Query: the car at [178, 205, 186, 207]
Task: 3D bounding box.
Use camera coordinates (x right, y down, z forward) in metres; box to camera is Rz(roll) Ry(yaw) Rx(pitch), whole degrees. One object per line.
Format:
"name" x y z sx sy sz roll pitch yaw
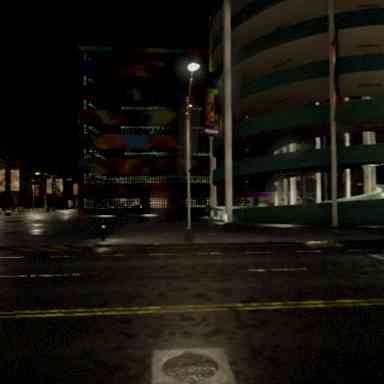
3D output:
"car" -1.796 2.998 63.035 1.895 1.301 4.718 0 -1 -5

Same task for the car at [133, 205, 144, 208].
"car" -8.266 2.602 50.675 2.002 1.452 4.674 0 -1 -5

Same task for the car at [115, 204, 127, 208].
"car" -13.391 3.014 62.479 2.161 1.482 4.786 0 -1 -5

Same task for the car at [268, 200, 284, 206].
"car" 16.565 2.497 65.425 2.435 2.045 5.566 0 -1 -5
